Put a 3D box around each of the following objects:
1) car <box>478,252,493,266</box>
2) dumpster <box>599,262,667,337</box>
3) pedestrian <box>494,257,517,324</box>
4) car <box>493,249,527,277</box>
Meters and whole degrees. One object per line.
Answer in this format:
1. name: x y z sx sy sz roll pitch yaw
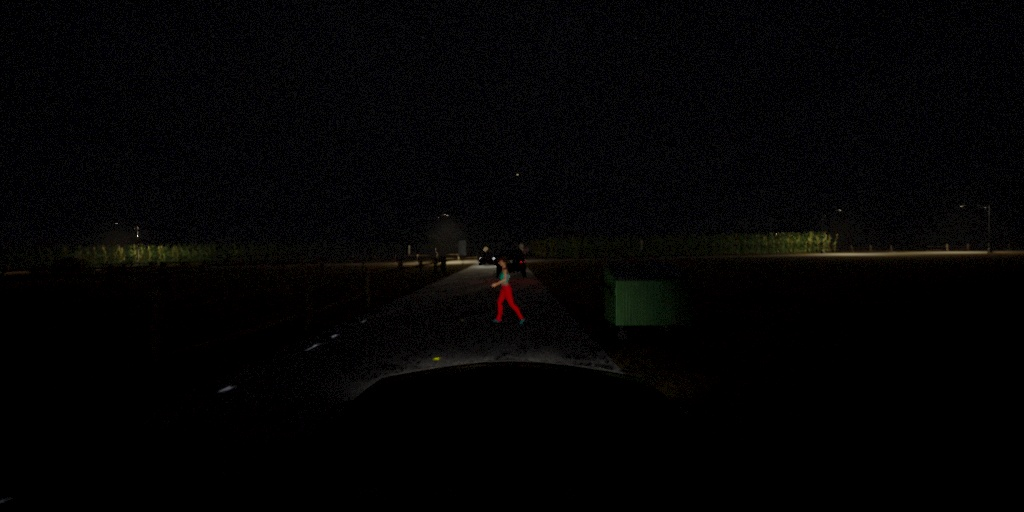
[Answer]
1. car: -2.935 0.270 44.526 2.097 1.767 4.553 0 1 1
2. dumpster: 3.088 1.002 9.421 1.020 1.700 1.940 0 0 0
3. pedestrian: -0.178 0.897 9.593 0.375 1.860 0.375 0 1 -15
4. car: -0.055 0.472 27.645 2.150 2.045 5.566 0 1 0
